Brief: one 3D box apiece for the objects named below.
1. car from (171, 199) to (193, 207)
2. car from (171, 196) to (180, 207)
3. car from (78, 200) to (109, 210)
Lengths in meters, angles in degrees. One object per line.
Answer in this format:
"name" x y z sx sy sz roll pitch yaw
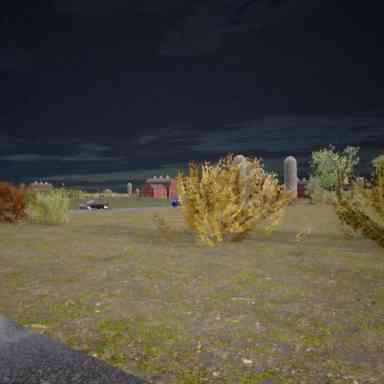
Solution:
"car" -1.984 2.147 66.116 1.837 1.490 4.892 -1 -2 36
"car" -1.455 1.753 60.813 2.150 2.045 5.566 -1 -1 36
"car" -14.459 1.905 48.957 1.837 1.490 4.892 -1 0 36
